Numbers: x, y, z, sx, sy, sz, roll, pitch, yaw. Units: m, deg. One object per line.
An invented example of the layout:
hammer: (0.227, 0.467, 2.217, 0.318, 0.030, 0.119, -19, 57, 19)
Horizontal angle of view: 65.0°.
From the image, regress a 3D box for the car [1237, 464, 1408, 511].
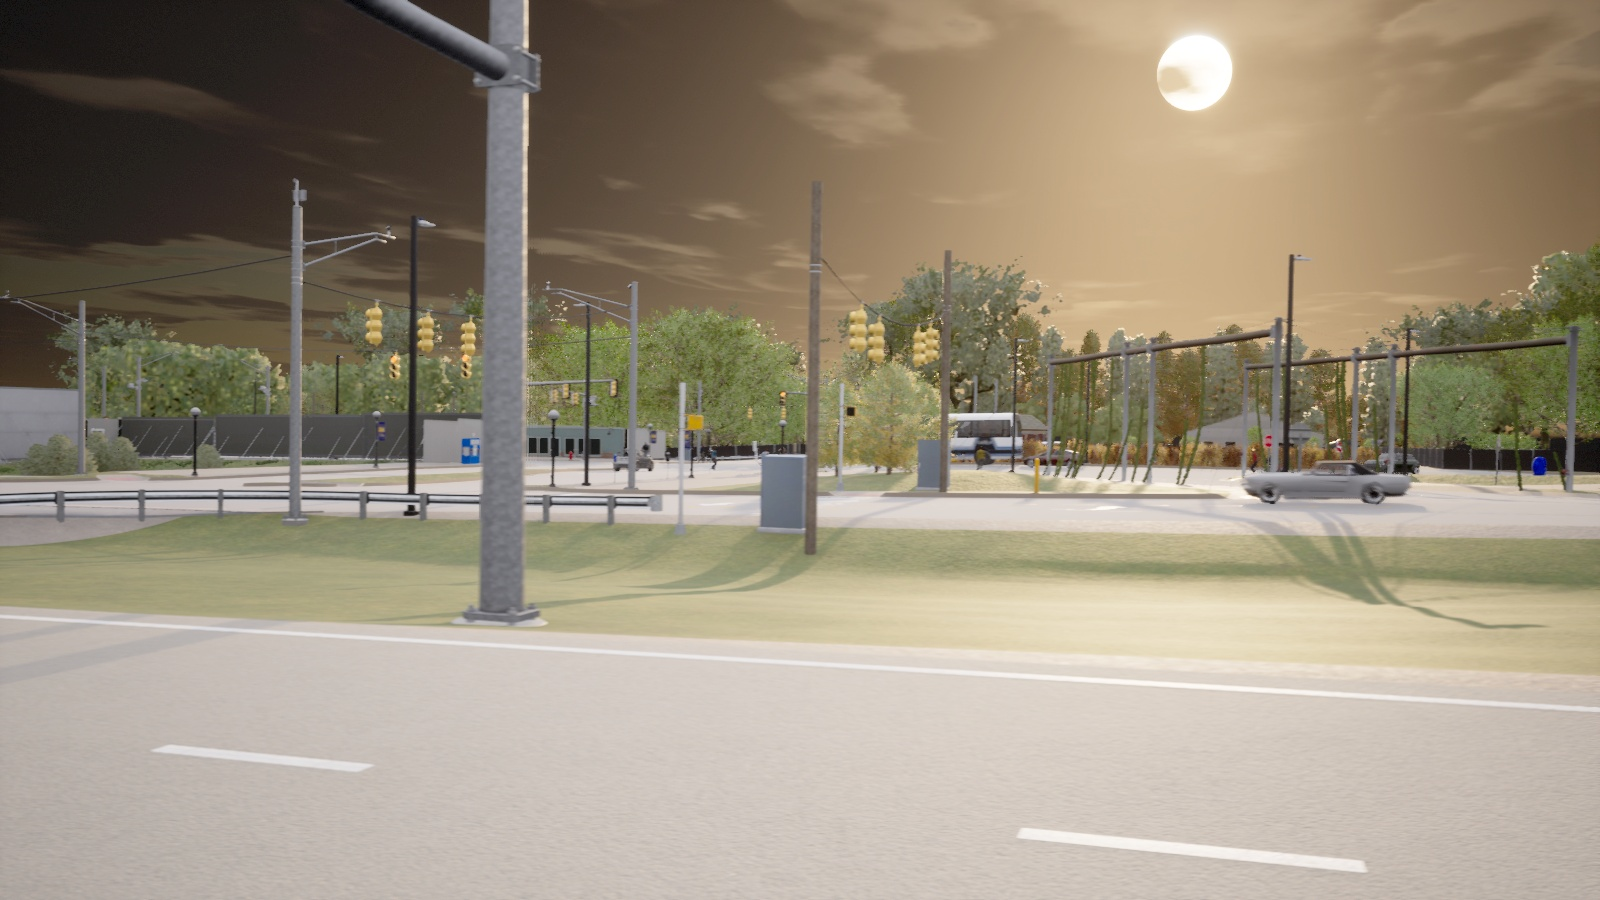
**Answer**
car: (15.864, 1.106, 38.407, 4.718, 1.301, 1.895, 0, 1, 19)

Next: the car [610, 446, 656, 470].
car: (-11.826, 0.597, 89.203, 1.851, 1.617, 3.988, 1, 0, 14)

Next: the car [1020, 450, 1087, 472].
car: (19.625, 0.808, 97.197, 4.792, 1.488, 2.163, 2, 2, 18)
